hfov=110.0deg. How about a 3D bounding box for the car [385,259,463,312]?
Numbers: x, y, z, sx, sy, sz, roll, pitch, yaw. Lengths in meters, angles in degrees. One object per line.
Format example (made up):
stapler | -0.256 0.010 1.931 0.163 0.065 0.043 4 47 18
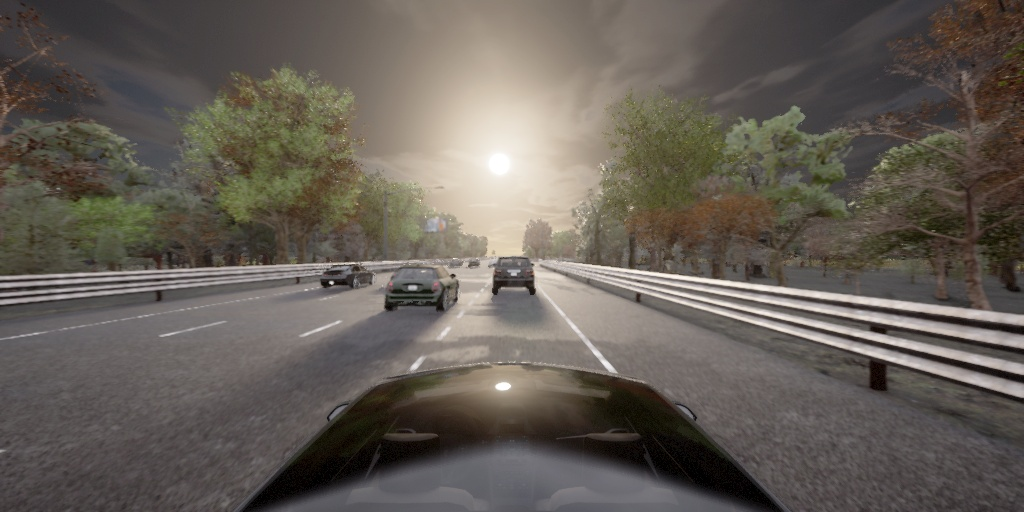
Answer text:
car | -3.405 1.112 14.420 2.097 1.767 4.553 0 0 0

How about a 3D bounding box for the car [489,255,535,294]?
car | 0.093 0.986 20.316 2.150 2.045 5.566 0 0 0

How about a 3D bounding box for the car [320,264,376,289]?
car | -10.405 1.272 23.098 1.837 1.490 4.892 0 0 0
